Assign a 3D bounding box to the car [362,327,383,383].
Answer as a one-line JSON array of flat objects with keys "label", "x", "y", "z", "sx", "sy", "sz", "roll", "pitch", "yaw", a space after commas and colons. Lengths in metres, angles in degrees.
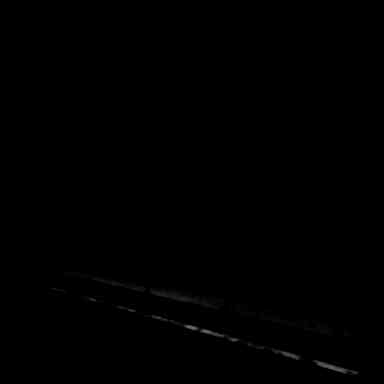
[{"label": "car", "x": 3.647, "y": 1.207, "z": 1.087, "sx": 5.566, "sy": 2.045, "sz": 2.150, "roll": 0, "pitch": 0, "yaw": 36}]
